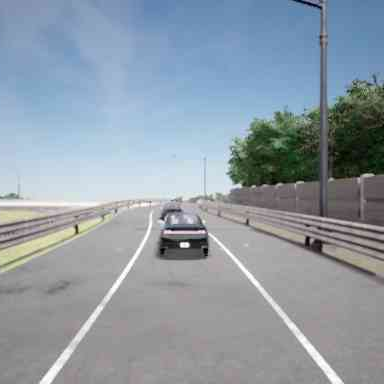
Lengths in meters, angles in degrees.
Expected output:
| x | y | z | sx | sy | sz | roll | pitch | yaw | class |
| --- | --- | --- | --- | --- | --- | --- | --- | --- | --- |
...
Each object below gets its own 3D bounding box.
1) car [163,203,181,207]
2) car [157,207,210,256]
| x | y | z | sx | sy | sz | roll | pitch | yaw | class |
| --- | --- | --- | --- | --- | --- | --- | --- | --- | --- |
| -1.754 | 1.699 | 28.728 | 1.837 | 1.490 | 4.892 | 0 | 0 | -7 | car |
| -0.385 | 1.591 | 13.656 | 2.128 | 1.511 | 4.902 | 0 | 0 | -3 | car |
